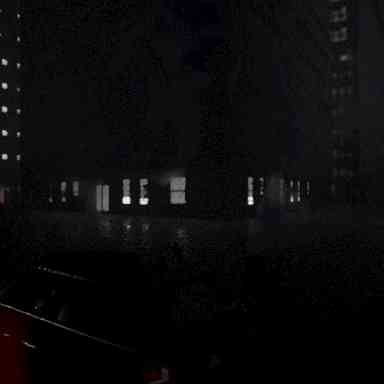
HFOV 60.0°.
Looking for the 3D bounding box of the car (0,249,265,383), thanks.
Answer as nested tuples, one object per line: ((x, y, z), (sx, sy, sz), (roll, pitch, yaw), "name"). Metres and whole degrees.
((-1.338, 1.434, 4.001), (4.097, 1.590, 1.967), (0, 0, 36), "car")
